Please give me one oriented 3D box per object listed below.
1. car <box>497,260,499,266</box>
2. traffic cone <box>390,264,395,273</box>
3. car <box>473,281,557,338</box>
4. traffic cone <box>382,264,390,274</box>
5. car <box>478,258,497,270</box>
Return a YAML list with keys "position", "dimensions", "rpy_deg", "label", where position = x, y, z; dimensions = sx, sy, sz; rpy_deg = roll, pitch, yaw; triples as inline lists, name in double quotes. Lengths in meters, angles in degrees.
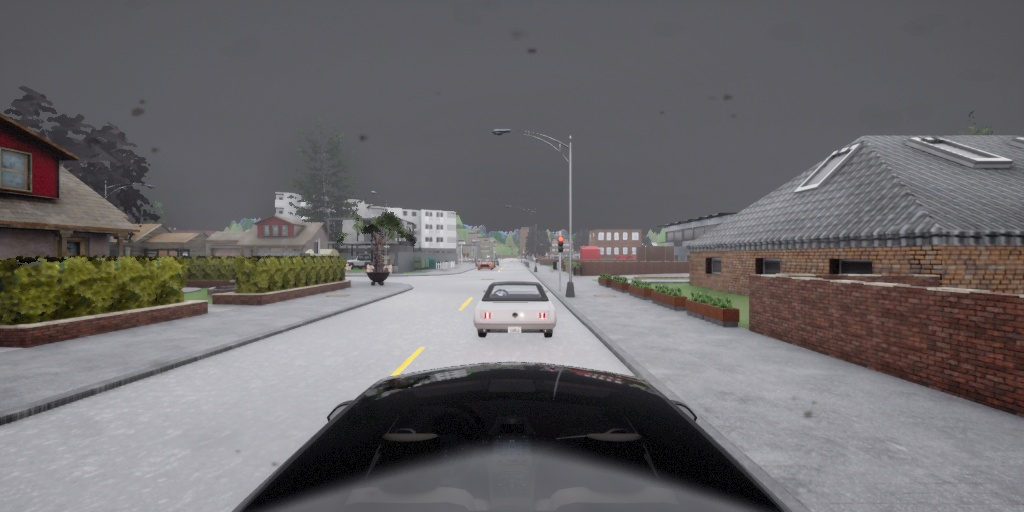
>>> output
- position: [-3.715, 1.255, 61.662]
  dimensions: [1.837, 1.490, 4.892]
  rpy_deg: [0, 0, 1]
  label: "car"
- position: [-15.133, 1.558, 44.700]
  dimensions: [0.344, 0.586, 0.344]
  rpy_deg: [0, 0, 0]
  label: "traffic cone"
- position: [0.102, 1.351, 10.173]
  dimensions: [1.895, 1.301, 4.718]
  rpy_deg: [0, 0, 1]
  label: "car"
- position: [-15.498, 1.561, 44.133]
  dimensions: [0.344, 0.586, 0.344]
  rpy_deg: [0, 0, 0]
  label: "traffic cone"
- position: [-3.792, 1.102, 52.281]
  dimensions: [2.097, 1.767, 4.553]
  rpy_deg: [0, 0, 0]
  label: "car"
